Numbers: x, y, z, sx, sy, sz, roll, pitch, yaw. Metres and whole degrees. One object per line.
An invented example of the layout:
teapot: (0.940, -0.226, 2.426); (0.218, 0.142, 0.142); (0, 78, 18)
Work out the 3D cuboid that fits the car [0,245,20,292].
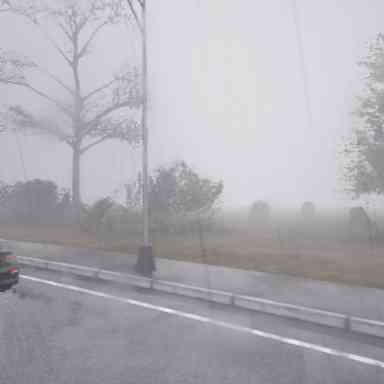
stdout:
car: (-5.810, 1.520, 7.497); (4.674, 1.442, 1.812); (0, 0, 31)
